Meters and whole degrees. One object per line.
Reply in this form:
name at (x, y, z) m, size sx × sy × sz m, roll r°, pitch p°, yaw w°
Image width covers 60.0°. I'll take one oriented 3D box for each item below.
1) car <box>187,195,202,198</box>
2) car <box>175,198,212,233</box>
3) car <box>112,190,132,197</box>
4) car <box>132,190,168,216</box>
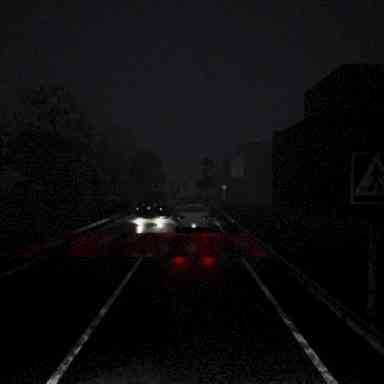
car at (0.238, 1.015, 34.297) m, size 1.882 × 1.535 × 5.008 m, roll 0°, pitch 1°, yaw 2°
car at (0.093, 1.313, 17.973) m, size 1.812 × 1.442 × 4.674 m, roll 0°, pitch 1°, yaw 0°
car at (-14.444, 0.262, 69.421) m, size 1.882 × 1.535 × 5.008 m, roll 2°, pitch 2°, yaw 31°
car at (-3.296, 0.851, 28.301) m, size 2.150 × 2.045 × 5.566 m, roll 0°, pitch 1°, yaw 1°
